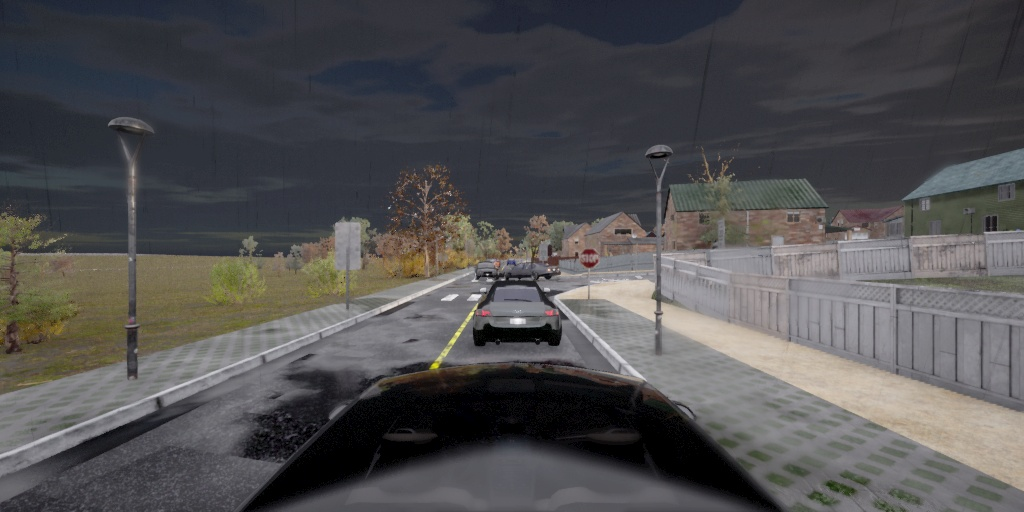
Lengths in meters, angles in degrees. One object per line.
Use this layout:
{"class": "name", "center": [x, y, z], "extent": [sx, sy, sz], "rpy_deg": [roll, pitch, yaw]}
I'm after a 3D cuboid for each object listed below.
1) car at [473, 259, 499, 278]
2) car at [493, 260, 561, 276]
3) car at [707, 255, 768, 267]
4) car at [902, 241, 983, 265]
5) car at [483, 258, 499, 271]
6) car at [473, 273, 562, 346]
{"class": "car", "center": [-2.302, 1.257, 31.314], "extent": [1.837, 1.490, 4.892], "rpy_deg": [0, 0, -8]}
{"class": "car", "center": [1.290, 1.197, 28.409], "extent": [5.357, 1.411, 2.033], "rpy_deg": [-4, -3, 43]}
{"class": "car", "center": [14.351, 0.413, 22.808], "extent": [4.181, 1.385, 1.994], "rpy_deg": [-3, 0, 16]}
{"class": "car", "center": [23.855, -0.208, 20.403], "extent": [4.902, 1.511, 2.128], "rpy_deg": [-3, 0, 14]}
{"class": "car", "center": [-2.933, 1.120, 51.131], "extent": [2.097, 1.767, 4.553], "rpy_deg": [0, 0, 1]}
{"class": "car", "center": [0.089, 1.313, 9.392], "extent": [1.994, 1.385, 4.181], "rpy_deg": [0, 0, -1]}
